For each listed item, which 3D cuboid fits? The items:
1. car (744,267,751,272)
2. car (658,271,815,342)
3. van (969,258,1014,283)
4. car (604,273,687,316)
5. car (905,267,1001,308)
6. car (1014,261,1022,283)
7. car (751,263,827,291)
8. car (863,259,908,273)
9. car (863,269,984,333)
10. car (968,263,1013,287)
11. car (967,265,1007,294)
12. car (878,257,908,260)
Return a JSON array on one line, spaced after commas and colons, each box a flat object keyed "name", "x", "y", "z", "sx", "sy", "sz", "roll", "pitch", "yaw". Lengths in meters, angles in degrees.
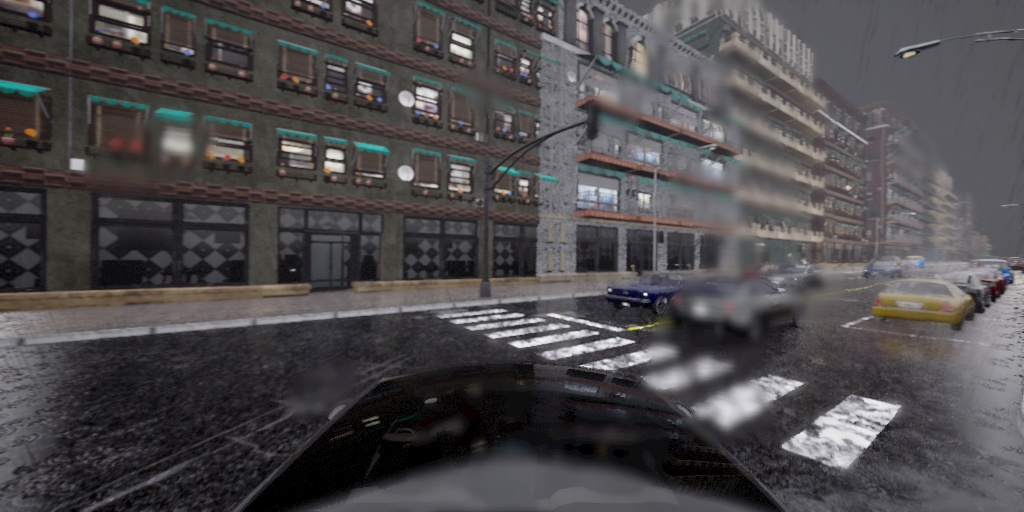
[{"name": "car", "x": 16.665, "y": 1.213, "z": 23.745, "sx": 4.507, "sy": 1.381, "sz": 1.888, "roll": 0, "pitch": 0, "yaw": -34}, {"name": "car", "x": 6.211, "y": 1.279, "z": 9.795, "sx": 4.181, "sy": 1.385, "sz": 1.994, "roll": 0, "pitch": 1, "yaw": -34}, {"name": "van", "x": 30.740, "y": 1.092, "z": 23.152, "sx": 3.998, "sy": 1.789, "sz": 1.690, "roll": 0, "pitch": 0, "yaw": -34}, {"name": "car", "x": 5.593, "y": 1.288, "z": 13.120, "sx": 4.718, "sy": 1.301, "sz": 1.895, "roll": 0, "pitch": 1, "yaw": -34}, {"name": "car", "x": 16.672, "y": 1.293, "z": 13.632, "sx": 4.403, "sy": 1.370, "sz": 2.007, "roll": 0, "pitch": 0, "yaw": -34}, {"name": "car", "x": 35.430, "y": 1.306, "z": 26.325, "sx": 4.403, "sy": 1.370, "sz": 2.007, "roll": 0, "pitch": 0, "yaw": -34}, {"name": "car", "x": 15.827, "y": 1.183, "z": 20.042, "sx": 4.902, "sy": 1.511, "sz": 2.128, "roll": 0, "pitch": 0, "yaw": -34}, {"name": "car", "x": 32.170, "y": 1.228, "z": 31.029, "sx": 4.674, "sy": 1.442, "sz": 1.812, "roll": 0, "pitch": 0, "yaw": -34}, {"name": "car", "x": 12.312, "y": 1.266, "z": 10.680, "sx": 4.829, "sy": 1.417, "sz": 1.751, "roll": 0, "pitch": 0, "yaw": -34}, {"name": "car", "x": 26.051, "y": 1.292, "z": 19.978, "sx": 4.507, "sy": 1.381, "sz": 1.888, "roll": 0, "pitch": 0, "yaw": -34}, {"name": "car", "x": 21.362, "y": 1.290, "z": 16.805, "sx": 4.507, "sy": 1.381, "sz": 1.888, "roll": 0, "pitch": 0, "yaw": -34}, {"name": "car", "x": 44.800, "y": 1.011, "z": 42.785, "sx": 5.009, "sy": 1.841, "sz": 2.192, "roll": 0, "pitch": 0, "yaw": -34}]
